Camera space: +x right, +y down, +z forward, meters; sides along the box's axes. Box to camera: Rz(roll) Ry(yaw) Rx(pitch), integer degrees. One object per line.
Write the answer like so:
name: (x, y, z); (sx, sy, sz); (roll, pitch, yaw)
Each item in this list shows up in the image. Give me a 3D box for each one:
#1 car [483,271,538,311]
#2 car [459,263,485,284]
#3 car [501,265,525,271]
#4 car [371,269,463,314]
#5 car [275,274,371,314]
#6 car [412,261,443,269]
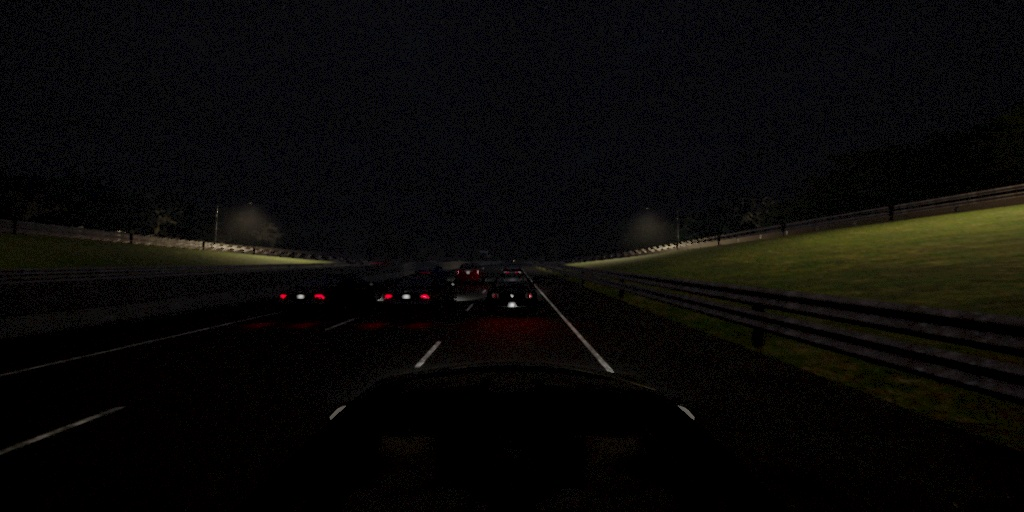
car: (0.020, 1.482, 15.103); (1.895, 1.301, 4.718); (0, 0, 0)
car: (-3.437, 1.368, 30.264); (2.097, 1.767, 4.553); (0, -1, 1)
car: (0.063, 1.510, 30.314); (2.128, 1.511, 4.902); (0, 0, 1)
car: (-3.488, 1.422, 14.376); (2.033, 1.411, 5.357); (0, 0, 0)
car: (-6.990, 1.422, 14.399); (2.033, 1.411, 5.357); (0, 0, 1)
car: (-6.926, 1.502, 31.074); (1.882, 1.535, 5.008); (0, 0, 1)
